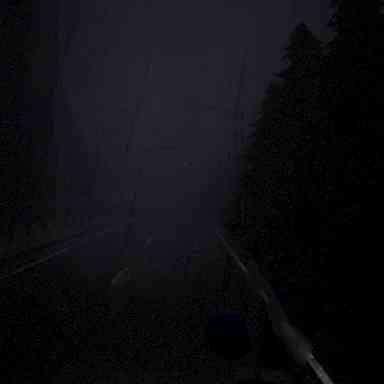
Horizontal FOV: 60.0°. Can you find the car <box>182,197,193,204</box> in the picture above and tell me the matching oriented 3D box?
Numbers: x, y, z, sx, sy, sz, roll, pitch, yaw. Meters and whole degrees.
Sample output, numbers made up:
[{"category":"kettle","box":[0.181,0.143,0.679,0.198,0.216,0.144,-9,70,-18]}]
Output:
[{"category":"car","box":[-0.820,2.268,84.571,2.033,1.411,5.357,0,-1,-4]}]

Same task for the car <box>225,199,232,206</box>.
[{"category":"car","box":[8.845,1.719,61.623,4.605,1.855,1.932,0,-1,-1]}]

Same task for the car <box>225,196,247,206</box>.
[{"category":"car","box":[8.431,1.744,64.132,3.866,1.878,1.905,0,-1,-1]}]
